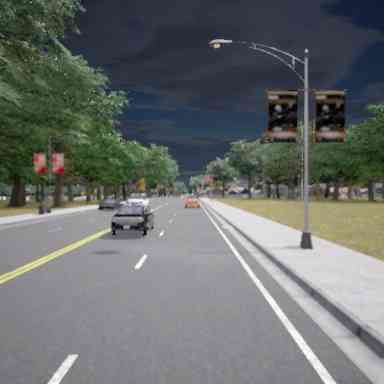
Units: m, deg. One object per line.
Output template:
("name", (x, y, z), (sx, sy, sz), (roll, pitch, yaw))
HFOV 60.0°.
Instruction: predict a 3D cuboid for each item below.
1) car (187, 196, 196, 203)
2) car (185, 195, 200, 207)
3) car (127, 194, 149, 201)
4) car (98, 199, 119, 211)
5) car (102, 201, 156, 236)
("car", (-0.031, 1.585, 71.741), (1.837, 1.490, 4.892), (0, 0, 0))
("car", (0.079, 1.380, 50.100), (2.097, 1.767, 4.553), (0, 0, 0))
("car", (-6.606, 1.233, 40.790), (2.150, 2.045, 5.566), (0, 0, 0))
("car", (-9.859, 1.562, 40.366), (2.033, 1.411, 5.357), (0, 0, 0))
("car", (-3.158, 1.482, 18.487), (2.128, 1.511, 4.902), (0, 0, 0))
